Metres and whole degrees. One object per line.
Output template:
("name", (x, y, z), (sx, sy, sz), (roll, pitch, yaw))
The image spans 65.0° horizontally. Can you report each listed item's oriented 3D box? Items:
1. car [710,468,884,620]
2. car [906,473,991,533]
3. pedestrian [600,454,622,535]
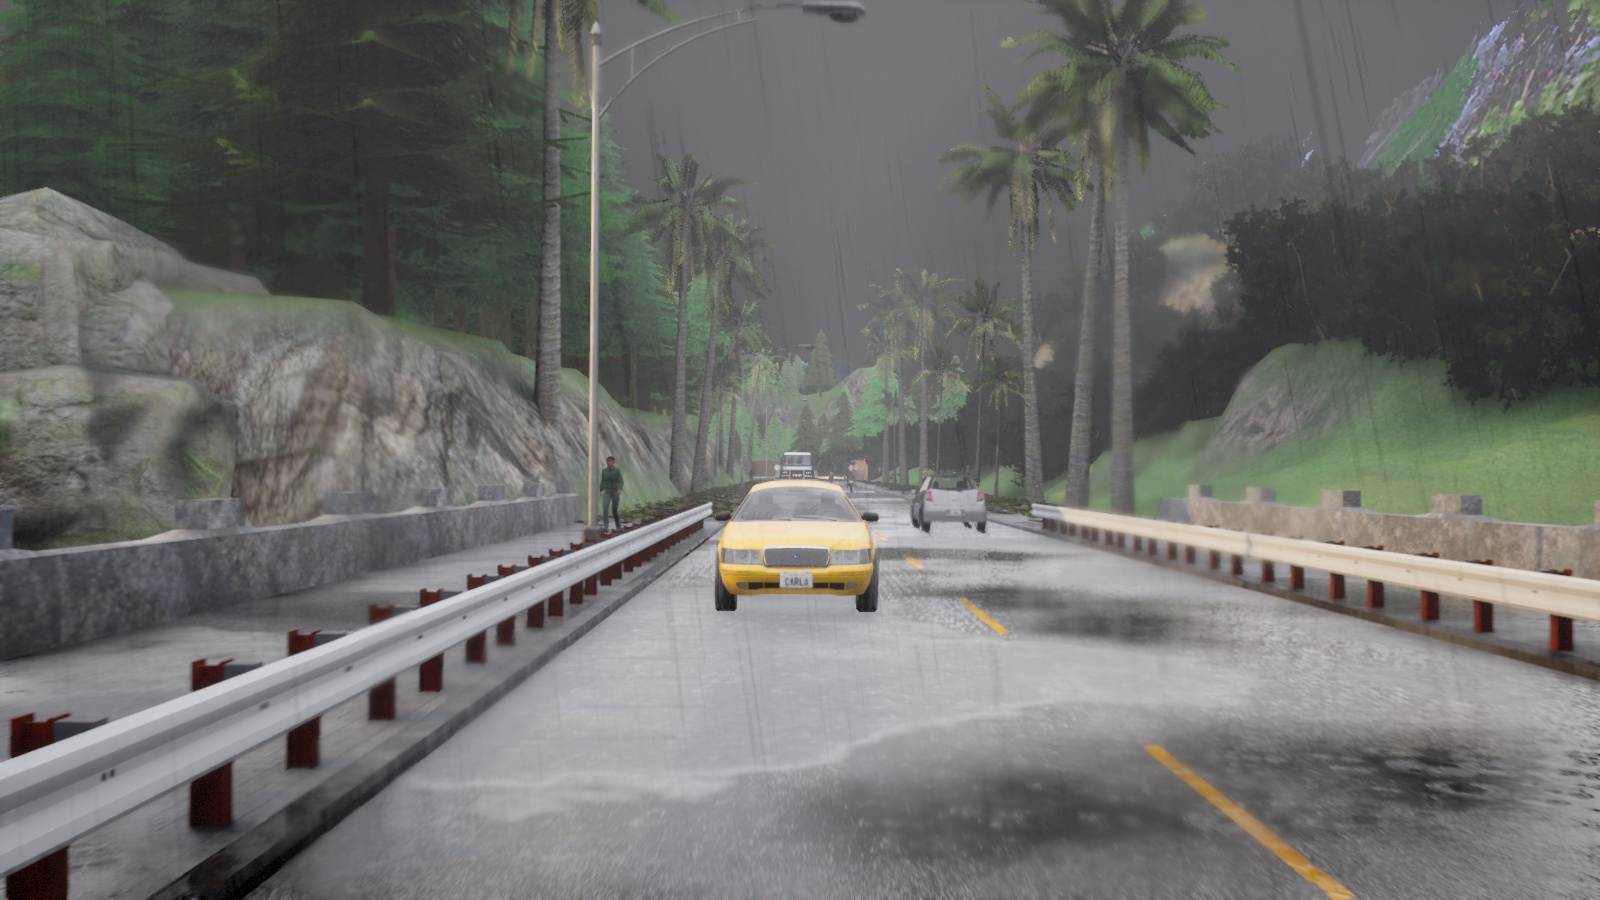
("car", (-0.034, 1.015, 15.713), (1.801, 1.575, 5.366), (0, -1, 0))
("car", (3.928, 1.379, 33.809), (1.845, 1.501, 3.633), (0, -1, 0))
("pedestrian", (-4.364, 1.028, 29.003), (0.353, 1.847, 0.614), (0, -1, 8))
